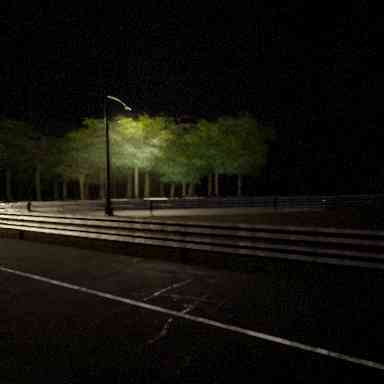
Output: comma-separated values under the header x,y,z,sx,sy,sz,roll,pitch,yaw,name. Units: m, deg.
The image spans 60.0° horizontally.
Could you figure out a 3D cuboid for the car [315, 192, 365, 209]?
x,y,z,sx,sy,sz,roll,pitch,yaw,name
14.757,0.783,33.456,4.553,1.767,2.097,-1,0,-6,car
